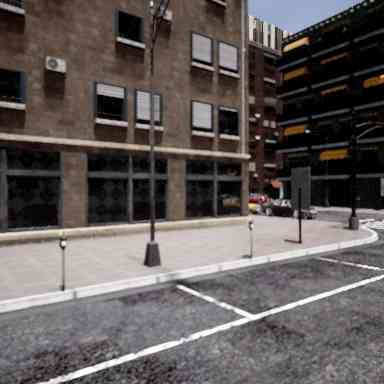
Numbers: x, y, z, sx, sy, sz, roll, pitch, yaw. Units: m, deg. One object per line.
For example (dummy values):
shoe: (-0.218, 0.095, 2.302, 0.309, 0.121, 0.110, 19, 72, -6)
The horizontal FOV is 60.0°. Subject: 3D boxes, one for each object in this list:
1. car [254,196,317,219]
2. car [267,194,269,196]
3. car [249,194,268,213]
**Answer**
car: (7.216, 1.225, 24.922, 2.008, 1.369, 4.403, 1, 0, -36)
car: (7.435, 0.922, 38.829, 1.967, 1.590, 4.097, 1, 0, -36)
car: (4.032, 1.125, 29.280, 1.752, 1.417, 4.829, 1, 0, -36)
